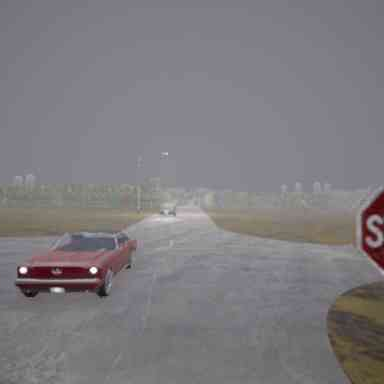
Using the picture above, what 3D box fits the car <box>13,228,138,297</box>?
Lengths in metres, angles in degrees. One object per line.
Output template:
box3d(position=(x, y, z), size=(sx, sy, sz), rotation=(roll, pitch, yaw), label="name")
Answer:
box3d(position=(-2.741, 1.713, 8.977), size=(1.895, 1.301, 4.718), rotation=(0, -1, 0), label="car")

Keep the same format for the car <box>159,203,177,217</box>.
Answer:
box3d(position=(-2.741, 2.022, 38.231), size=(2.128, 1.511, 4.902), rotation=(0, -1, 0), label="car")
